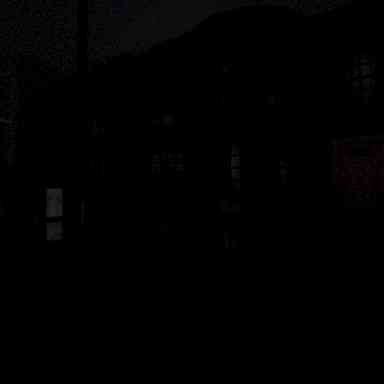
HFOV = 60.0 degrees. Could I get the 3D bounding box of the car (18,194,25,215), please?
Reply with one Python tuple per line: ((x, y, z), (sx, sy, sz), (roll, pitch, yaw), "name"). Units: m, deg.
((-14.850, 1.216, 28.773), (2.150, 2.045, 5.566), (0, 0, 35), "car")
